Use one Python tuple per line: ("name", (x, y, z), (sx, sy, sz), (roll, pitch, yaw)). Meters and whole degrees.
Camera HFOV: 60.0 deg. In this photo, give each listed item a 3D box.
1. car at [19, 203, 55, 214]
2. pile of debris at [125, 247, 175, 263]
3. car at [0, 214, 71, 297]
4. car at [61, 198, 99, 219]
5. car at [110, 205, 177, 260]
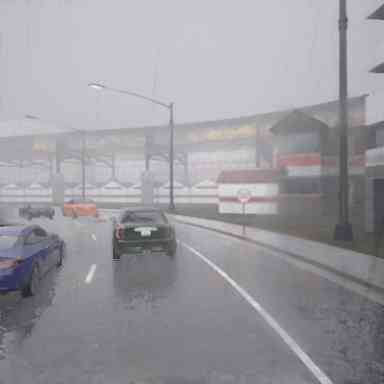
("car", (-12.844, 1.589, 27.288), (1.895, 1.301, 4.718), (0, 0, -37))
("pile of debris", (-1.501, 2.156, 11.538), (1.500, 0.140, 1.860), (0, 0, -14))
("car", (-4.488, 1.524, 8.296), (1.812, 1.442, 4.674), (0, 0, -10))
("car", (-9.776, 1.326, 28.798), (2.097, 1.767, 4.553), (0, 0, -36))
("car", (-1.995, 1.331, 12.684), (2.097, 1.767, 4.553), (0, 0, -14))
